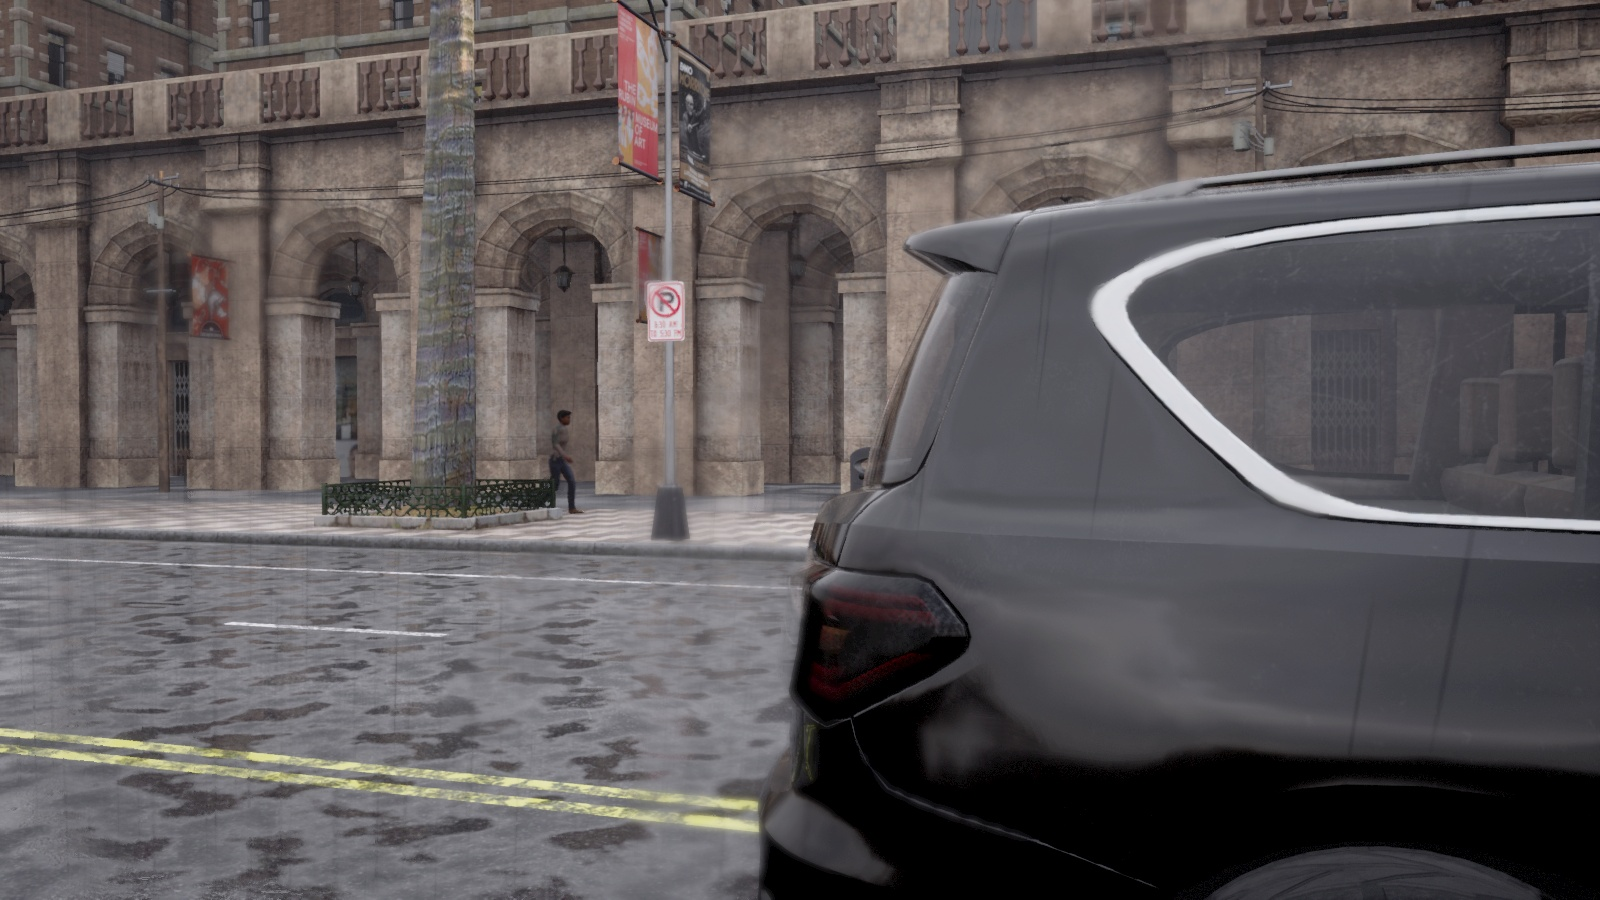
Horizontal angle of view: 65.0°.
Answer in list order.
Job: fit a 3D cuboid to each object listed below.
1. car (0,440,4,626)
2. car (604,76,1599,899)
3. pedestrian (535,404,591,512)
[{"bbox_3d":[-8.606,0.651,9.789,4.193,1.474,1.816,1,1,19],"label":"car"},{"bbox_3d":[2.642,0.519,2.301,5.566,2.045,2.150,1,1,19],"label":"car"},{"bbox_3d":[-3.989,0.129,21.160,0.869,1.805,0.328,0,1,17],"label":"pedestrian"}]
